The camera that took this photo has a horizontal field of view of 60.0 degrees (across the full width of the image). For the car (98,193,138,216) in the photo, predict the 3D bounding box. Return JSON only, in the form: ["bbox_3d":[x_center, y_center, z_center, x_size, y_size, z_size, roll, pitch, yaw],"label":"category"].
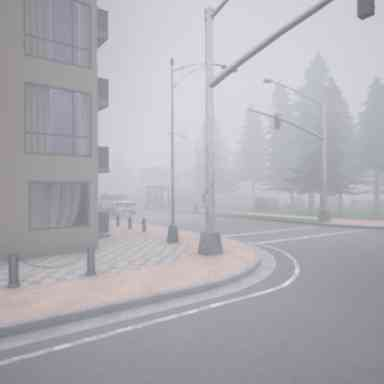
[{"bbox_3d":[-7.211,1.124,31.751,2.150,2.045,5.566,0,0,-35],"label":"car"}]
